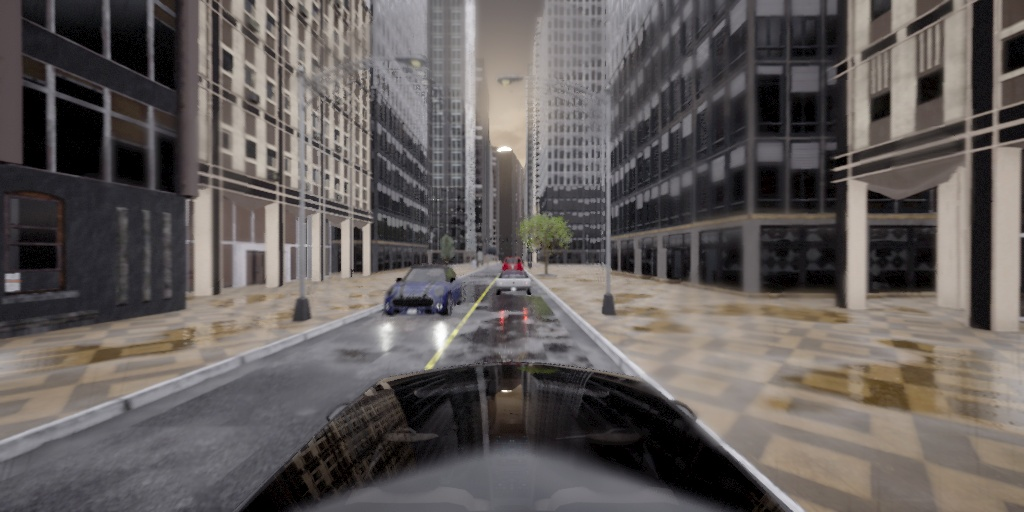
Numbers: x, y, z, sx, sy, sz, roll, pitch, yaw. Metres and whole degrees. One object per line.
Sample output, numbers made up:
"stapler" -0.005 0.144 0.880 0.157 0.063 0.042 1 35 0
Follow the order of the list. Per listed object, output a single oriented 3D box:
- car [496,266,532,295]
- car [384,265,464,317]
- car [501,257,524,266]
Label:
"car" 0.086 1.427 20.467 1.895 1.301 4.718 0 0 0
"car" -3.110 1.148 13.419 2.097 1.767 4.553 0 0 0
"car" 0.073 1.129 37.914 2.150 2.045 5.566 0 0 0
